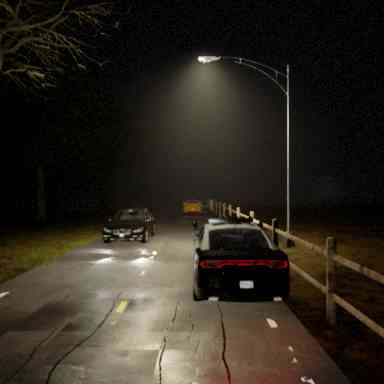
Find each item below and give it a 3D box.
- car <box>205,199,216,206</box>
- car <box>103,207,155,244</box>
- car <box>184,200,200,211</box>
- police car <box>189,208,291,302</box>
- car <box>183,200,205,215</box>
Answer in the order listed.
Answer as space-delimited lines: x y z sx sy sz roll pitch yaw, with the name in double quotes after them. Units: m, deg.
3.912 2.335 74.502 1.812 1.442 4.674 -1 -2 30 "car"
-2.854 1.515 15.905 1.837 1.490 4.892 0 0 0 "car"
0.011 1.781 45.815 2.033 1.411 5.357 0 -1 1 "car"
0.960 1.428 8.443 1.930 1.638 5.238 0 0 0 "police car"
0.065 1.564 34.915 1.882 1.535 5.008 0 -1 0 "car"
